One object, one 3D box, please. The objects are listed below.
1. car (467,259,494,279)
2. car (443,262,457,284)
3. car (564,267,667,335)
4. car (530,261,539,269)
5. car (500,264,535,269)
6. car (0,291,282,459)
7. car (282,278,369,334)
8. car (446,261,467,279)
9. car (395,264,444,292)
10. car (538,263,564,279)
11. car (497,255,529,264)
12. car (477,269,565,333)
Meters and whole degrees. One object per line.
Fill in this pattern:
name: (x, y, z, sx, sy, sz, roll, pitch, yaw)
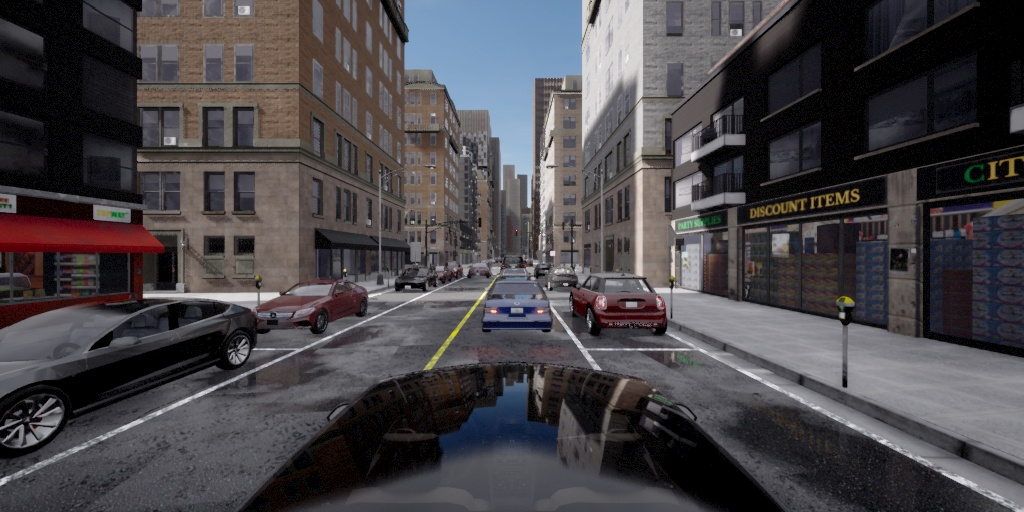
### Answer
car: (-2.929, 1.283, 33.103, 1.812, 1.442, 4.674, 0, 0, 0)
car: (-5.610, 1.334, 27.065, 1.802, 1.307, 4.207, 0, 0, 0)
car: (2.875, 1.190, 10.540, 1.967, 1.591, 4.097, 0, 0, 0)
car: (2.930, 1.319, 32.545, 1.948, 1.339, 4.313, 0, 0, 0)
car: (0.145, 1.352, 21.261, 1.895, 1.301, 4.718, 0, 0, 0)
car: (-5.664, 1.315, 5.060, 1.948, 1.339, 4.313, 0, 0, 0)
car: (-5.650, 1.332, 10.561, 1.802, 1.307, 4.207, 0, 0, 0)
car: (-5.596, 1.193, 32.566, 1.967, 1.591, 4.097, 0, 0, 0)
car: (-5.623, 1.317, 21.563, 1.948, 1.339, 4.313, 0, 0, 0)
car: (2.902, 1.301, 21.542, 2.007, 1.370, 4.403, 0, 0, 0)
car: (0.079, 0.975, 31.293, 2.150, 2.045, 5.566, 0, 0, -1)
car: (0.122, 1.297, 10.755, 2.033, 1.411, 5.357, 0, 0, 0)
